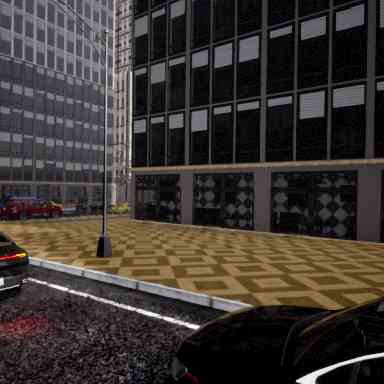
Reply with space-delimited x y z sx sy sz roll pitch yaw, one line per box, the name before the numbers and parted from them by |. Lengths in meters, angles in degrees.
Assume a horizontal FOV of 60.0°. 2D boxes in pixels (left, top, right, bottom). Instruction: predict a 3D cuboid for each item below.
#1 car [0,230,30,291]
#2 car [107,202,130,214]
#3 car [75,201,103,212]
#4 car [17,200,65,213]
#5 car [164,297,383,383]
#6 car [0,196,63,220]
car | -5.722 1.500 7.796 4.892 1.490 1.837 0 0 36
car | -7.322 1.830 38.847 1.752 1.417 4.829 1 0 37
car | -12.275 1.808 41.884 1.895 1.301 4.718 1 0 37
car | -17.617 1.643 39.048 1.752 1.417 4.829 1 0 37
car | 1.994 1.505 2.252 4.892 1.490 1.837 0 0 36
car | -14.153 1.519 29.660 2.192 1.841 5.009 1 0 37
